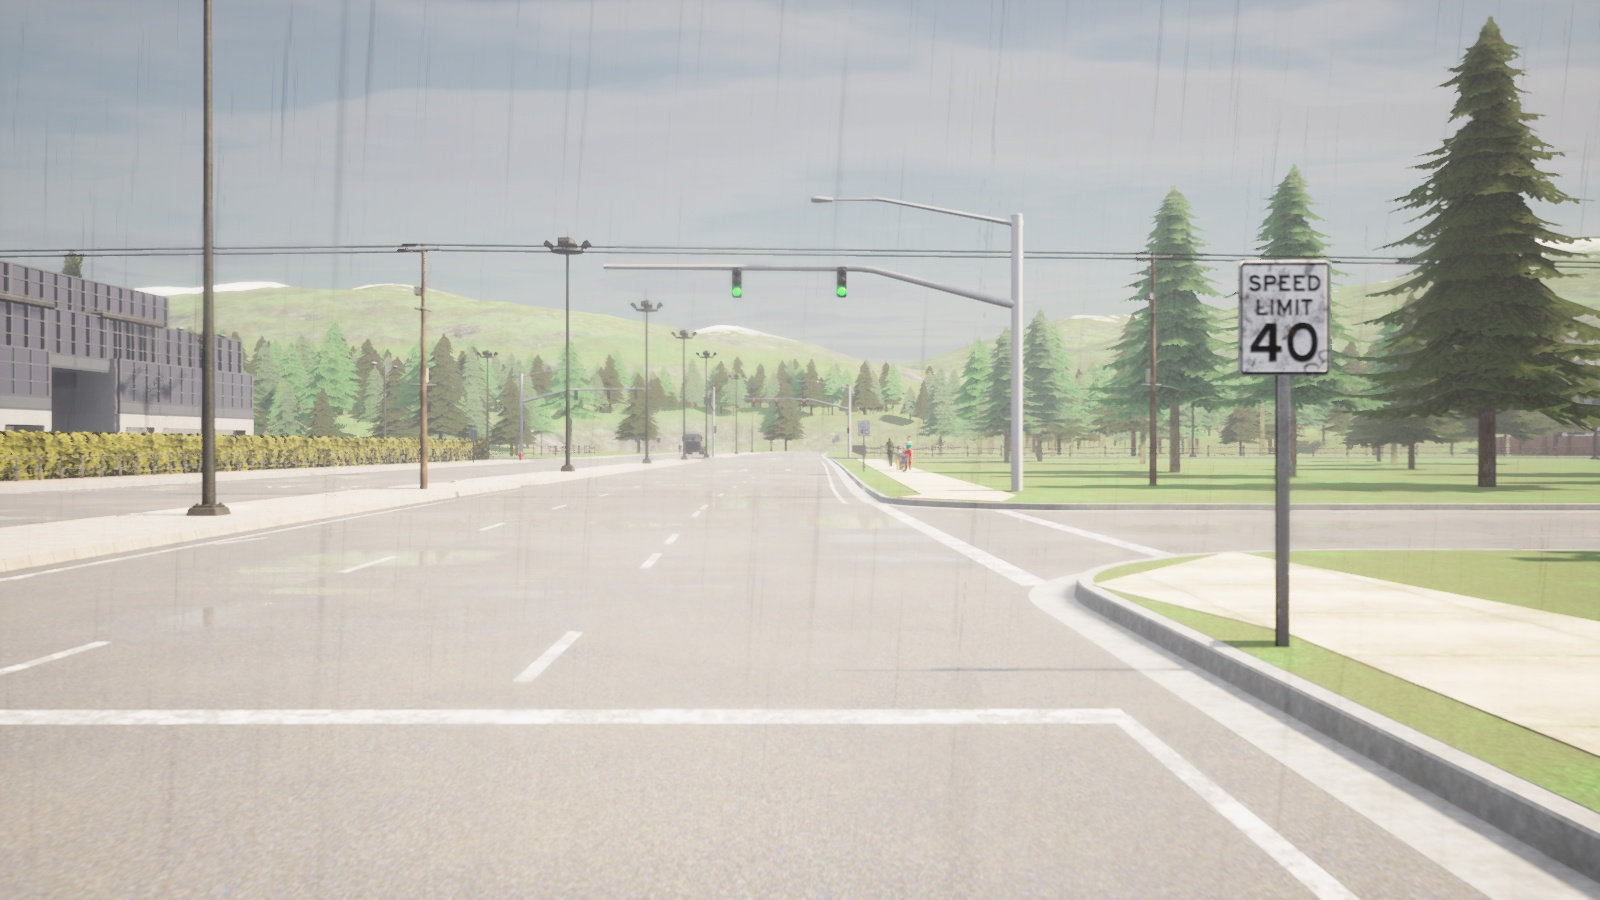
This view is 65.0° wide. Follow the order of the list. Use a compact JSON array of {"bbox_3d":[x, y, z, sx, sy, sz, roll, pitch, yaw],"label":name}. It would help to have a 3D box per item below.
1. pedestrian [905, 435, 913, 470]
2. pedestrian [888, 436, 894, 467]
[{"bbox_3d":[5.686,0.134,65.432,0.345,1.836,0.594,0,0,0],"label":"pedestrian"},{"bbox_3d":[5.436,0.096,75.057,0.331,1.846,0.634,0,0,2],"label":"pedestrian"}]
